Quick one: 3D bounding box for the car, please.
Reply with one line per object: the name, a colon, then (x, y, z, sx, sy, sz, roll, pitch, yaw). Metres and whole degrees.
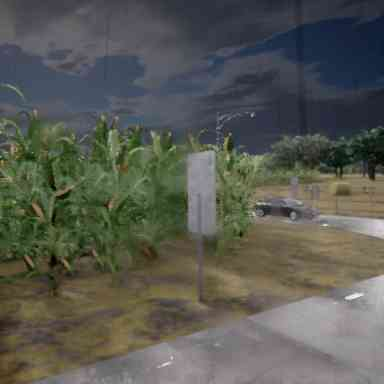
car: (6.426, 1.104, 23.011, 1.837, 1.490, 4.892, -1, 2, -34)
